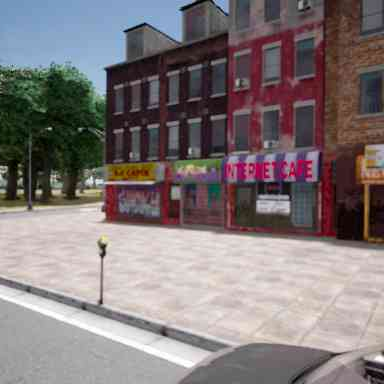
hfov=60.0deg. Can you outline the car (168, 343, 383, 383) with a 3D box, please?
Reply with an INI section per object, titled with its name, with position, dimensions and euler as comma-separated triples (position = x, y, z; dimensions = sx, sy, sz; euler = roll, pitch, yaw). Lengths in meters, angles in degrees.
[car]
position = 1.644, 1.548, 1.624
dimensions = 4.403, 1.369, 2.008
euler = 0, 1, 35
